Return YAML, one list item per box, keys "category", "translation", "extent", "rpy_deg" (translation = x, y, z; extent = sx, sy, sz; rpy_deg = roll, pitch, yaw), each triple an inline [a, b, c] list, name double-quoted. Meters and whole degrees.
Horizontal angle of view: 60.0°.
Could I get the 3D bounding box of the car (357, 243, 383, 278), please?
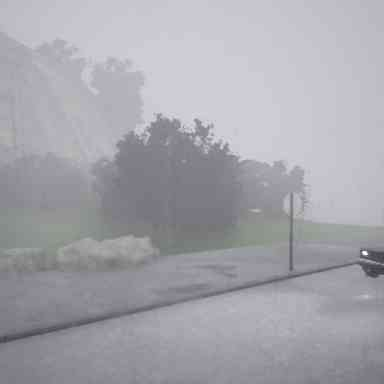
- category: "car"
  translation: [6.667, 1.694, 9.294]
  extent: [4.718, 1.301, 1.895]
  rpy_deg: [1, 0, -35]
